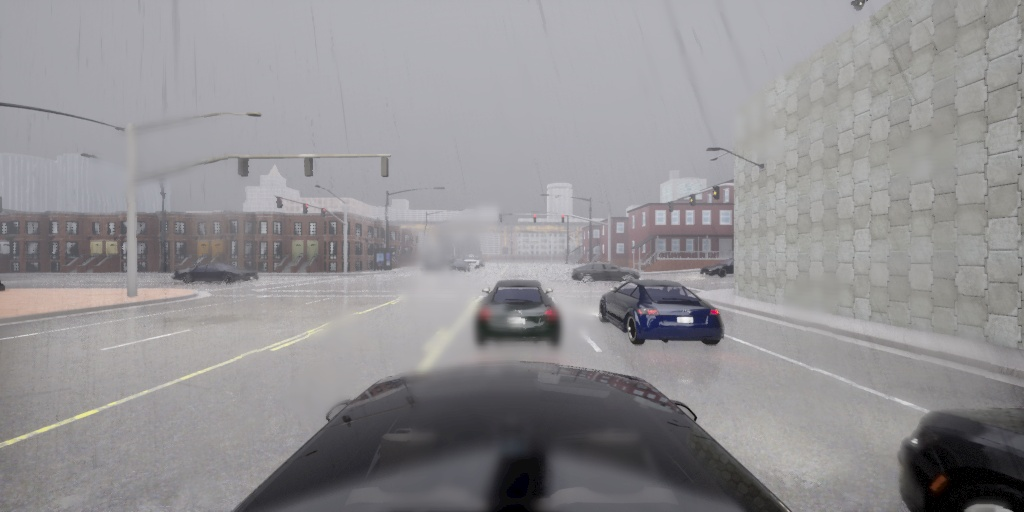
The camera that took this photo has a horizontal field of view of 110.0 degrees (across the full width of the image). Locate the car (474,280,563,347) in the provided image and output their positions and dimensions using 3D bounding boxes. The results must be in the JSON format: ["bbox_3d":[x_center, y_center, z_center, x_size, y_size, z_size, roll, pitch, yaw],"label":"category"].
[{"bbox_3d":[0.166,1.314,9.388,1.994,1.385,4.181,0,0,1],"label":"car"}]

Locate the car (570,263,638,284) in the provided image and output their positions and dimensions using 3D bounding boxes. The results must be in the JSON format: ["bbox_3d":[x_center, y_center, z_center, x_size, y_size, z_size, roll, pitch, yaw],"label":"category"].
[{"bbox_3d":[6.732,1.255,26.046,4.892,1.490,1.837,0,0,1],"label":"car"}]

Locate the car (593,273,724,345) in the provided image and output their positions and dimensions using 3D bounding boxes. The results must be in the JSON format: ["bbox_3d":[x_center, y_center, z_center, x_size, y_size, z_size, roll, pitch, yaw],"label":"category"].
[{"bbox_3d":[3.670,1.314,9.546,1.994,1.385,4.181,0,0,1],"label":"car"}]

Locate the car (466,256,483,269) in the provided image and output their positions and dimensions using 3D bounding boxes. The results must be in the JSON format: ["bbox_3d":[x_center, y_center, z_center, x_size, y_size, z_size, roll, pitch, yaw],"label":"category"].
[{"bbox_3d":[-6.405,0.971,56.933,2.150,2.045,5.566,0,0,1],"label":"car"}]

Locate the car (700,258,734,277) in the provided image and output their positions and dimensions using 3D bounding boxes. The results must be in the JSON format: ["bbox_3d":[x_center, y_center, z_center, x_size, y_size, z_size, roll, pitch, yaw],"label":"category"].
[{"bbox_3d":[18.542,0.855,29.637,5.357,1.411,2.033,-5,0,1],"label":"car"}]

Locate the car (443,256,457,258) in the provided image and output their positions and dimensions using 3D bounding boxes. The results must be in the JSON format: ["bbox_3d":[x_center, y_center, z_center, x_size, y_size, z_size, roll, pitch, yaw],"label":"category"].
[{"bbox_3d":[-9.905,0.971,56.804,2.150,2.045,5.566,0,0,1],"label":"car"}]

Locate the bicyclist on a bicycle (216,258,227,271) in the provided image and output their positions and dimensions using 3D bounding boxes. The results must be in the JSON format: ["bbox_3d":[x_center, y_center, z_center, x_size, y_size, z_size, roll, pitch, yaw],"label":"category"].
[{"bbox_3d":[-30.380,1.053,37.372,0.582,1.620,1.656,0,0,1],"label":"bicyclist on a bicycle"}]

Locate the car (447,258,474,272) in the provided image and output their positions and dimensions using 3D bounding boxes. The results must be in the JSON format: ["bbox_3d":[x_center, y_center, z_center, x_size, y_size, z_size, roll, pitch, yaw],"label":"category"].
[{"bbox_3d":[-6.541,1.297,46.215,2.033,1.411,5.357,0,0,1],"label":"car"}]

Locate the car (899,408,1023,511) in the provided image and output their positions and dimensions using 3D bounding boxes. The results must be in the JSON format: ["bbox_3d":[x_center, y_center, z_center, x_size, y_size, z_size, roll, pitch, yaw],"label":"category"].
[{"bbox_3d":[3.582,1.256,0.420,1.837,1.490,4.892,0,0,1],"label":"car"}]

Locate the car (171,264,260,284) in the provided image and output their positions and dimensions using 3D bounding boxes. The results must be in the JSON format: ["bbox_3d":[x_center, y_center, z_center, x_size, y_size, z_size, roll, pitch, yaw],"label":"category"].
[{"bbox_3d":[-21.669,1.297,26.307,5.357,1.411,2.033,0,0,1],"label":"car"}]

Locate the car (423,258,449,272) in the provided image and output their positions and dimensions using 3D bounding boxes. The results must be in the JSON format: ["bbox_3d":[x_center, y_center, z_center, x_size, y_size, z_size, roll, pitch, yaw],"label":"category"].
[{"bbox_3d":[-10.036,1.297,46.488,2.033,1.411,5.357,0,0,1],"label":"car"}]
